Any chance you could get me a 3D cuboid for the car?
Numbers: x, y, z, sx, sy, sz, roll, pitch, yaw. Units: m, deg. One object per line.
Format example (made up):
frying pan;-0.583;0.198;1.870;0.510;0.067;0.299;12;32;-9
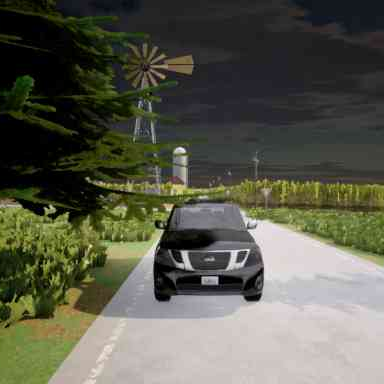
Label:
car;0.333;1.221;8.675;2.150;2.045;5.566;0;0;0
